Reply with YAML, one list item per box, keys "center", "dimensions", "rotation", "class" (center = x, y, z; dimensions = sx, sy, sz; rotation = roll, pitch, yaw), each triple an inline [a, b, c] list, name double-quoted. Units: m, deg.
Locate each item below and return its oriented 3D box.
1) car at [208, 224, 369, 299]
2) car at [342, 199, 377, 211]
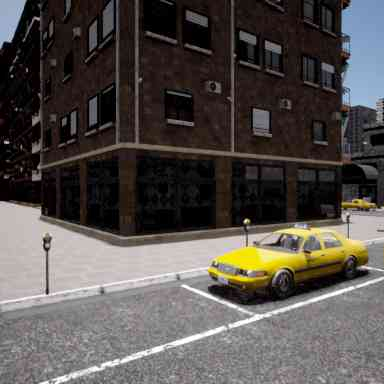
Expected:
- center: [2.614, 1.525, 8.433]
  dimensions: [4.829, 1.417, 1.752]
  rotation: [0, 0, -36]
  class: "car"
- center: [19.281, 1.469, 39.658]
  dimensions: [1.752, 1.417, 4.829]
  rotation: [0, 0, -35]
  class: "car"
